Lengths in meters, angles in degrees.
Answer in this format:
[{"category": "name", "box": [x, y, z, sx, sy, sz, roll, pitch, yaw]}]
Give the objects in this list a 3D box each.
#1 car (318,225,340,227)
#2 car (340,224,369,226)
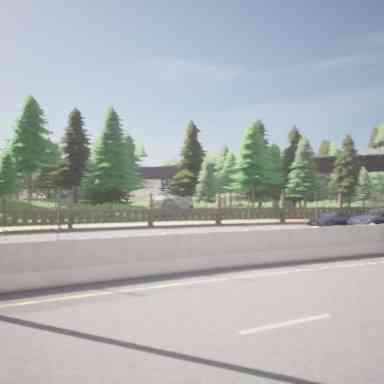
[{"category": "car", "box": [11.320, 2.225, 26.358, 4.181, 1.385, 1.994, 0, -2, -16]}, {"category": "car", "box": [13.159, 1.930, 23.243, 4.553, 1.767, 2.097, 0, -1, -15]}]
